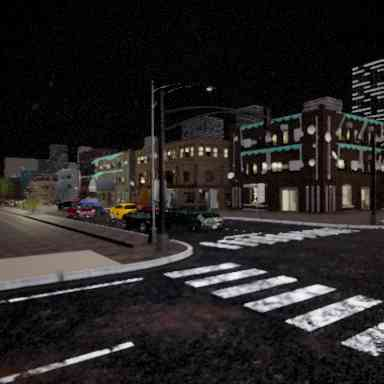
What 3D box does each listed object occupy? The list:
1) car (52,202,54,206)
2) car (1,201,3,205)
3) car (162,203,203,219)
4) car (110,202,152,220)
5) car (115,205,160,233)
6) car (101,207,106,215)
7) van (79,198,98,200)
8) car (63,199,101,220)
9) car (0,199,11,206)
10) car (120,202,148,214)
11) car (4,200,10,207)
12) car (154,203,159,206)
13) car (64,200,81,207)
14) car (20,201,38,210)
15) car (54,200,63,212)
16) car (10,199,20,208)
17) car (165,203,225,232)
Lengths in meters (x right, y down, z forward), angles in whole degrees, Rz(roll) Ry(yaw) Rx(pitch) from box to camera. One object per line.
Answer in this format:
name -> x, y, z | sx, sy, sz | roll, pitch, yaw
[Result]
car -> -29.919, 2.375, 74.172 | 1.947, 1.339, 4.313 | -1, 0, -35
car -> -43.164, 2.552, 78.330 | 2.008, 1.369, 4.403 | -1, 0, -35
car -> -1.032, 1.823, 33.586 | 2.008, 1.369, 4.403 | -1, 0, -35
car -> -5.801, 1.805, 30.314 | 1.882, 1.535, 5.008 | -1, 0, -35
car -> -3.120, 1.822, 21.859 | 1.947, 1.339, 4.313 | -1, 0, -35
car -> -11.761, 1.991, 38.705 | 2.033, 1.411, 5.357 | -1, 0, -35
van -> -17.085, 1.919, 56.133 | 1.690, 1.788, 3.998 | -1, 0, -35
car -> -11.071, 1.853, 33.234 | 1.967, 1.590, 4.097 | -1, 0, -35
car -> -46.374, 2.603, 82.839 | 1.887, 1.381, 4.507 | -1, 0, -35
car -> -7.450, 1.979, 42.605 | 1.802, 1.307, 4.206 | -1, 0, -35
car -> -39.957, 2.385, 73.820 | 1.967, 1.590, 4.097 | -1, 0, -35
car -> -4.241, 1.917, 38.096 | 1.802, 1.307, 4.206 | -1, 0, -35
car -> -23.500, 2.239, 65.152 | 1.887, 1.381, 4.507 | -1, 0, -35
car -> -27.018, 2.239, 55.643 | 1.752, 1.417, 4.829 | -1, 0, -35
car -> -17.618, 2.080, 47.013 | 1.812, 1.442, 4.674 | -1, 0, -36
car -> -33.536, 2.381, 64.802 | 2.008, 1.369, 4.403 | -1, 0, -35
car -> 0.125, 1.562, 21.916 | 2.097, 1.767, 4.553 | -1, 0, -34
